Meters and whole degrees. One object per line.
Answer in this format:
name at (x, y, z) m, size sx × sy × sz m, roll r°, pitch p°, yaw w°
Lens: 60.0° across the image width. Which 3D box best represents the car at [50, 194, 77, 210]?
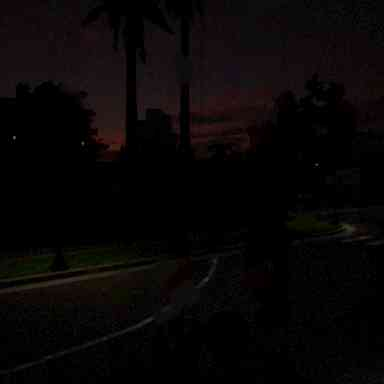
car at (-15.204, 1.016, 38.262) m, size 4.605 × 1.855 × 1.932 m, roll -1°, pitch 1°, yaw -37°
